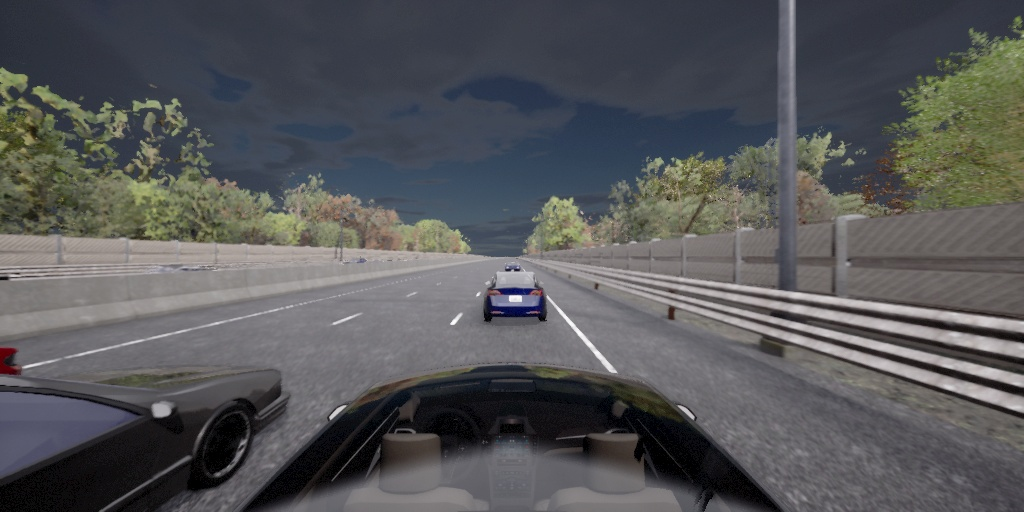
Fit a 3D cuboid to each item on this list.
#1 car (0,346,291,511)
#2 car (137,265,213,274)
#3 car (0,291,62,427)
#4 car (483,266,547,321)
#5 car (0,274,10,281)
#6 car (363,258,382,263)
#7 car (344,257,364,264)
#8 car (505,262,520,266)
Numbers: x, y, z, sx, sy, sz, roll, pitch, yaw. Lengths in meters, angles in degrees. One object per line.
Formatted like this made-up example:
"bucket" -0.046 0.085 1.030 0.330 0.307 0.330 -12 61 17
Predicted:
"car" -3.399 1.297 1.517 2.033 1.411 5.357 0 0 0
"car" -17.604 1.245 18.535 2.128 1.511 4.902 0 0 0
"car" -6.898 1.228 2.239 1.882 1.535 5.008 0 0 0
"car" 0.097 1.256 12.504 2.163 1.488 4.792 0 0 0
"car" -24.603 1.230 14.758 1.882 1.535 5.008 0 0 0
"car" -21.019 1.329 56.032 1.994 1.385 4.181 0 0 0
"car" -24.516 0.925 56.421 2.097 1.767 4.553 0 0 0
"car" 0.088 1.362 43.308 1.895 1.301 4.718 0 0 0
